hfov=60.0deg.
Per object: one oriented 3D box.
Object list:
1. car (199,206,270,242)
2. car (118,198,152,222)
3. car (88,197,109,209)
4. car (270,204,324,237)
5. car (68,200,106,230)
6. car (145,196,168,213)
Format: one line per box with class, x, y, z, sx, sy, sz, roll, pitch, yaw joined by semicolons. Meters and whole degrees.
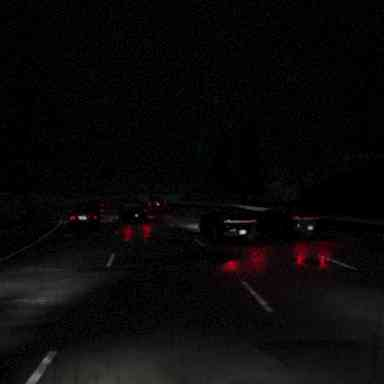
car;1.627;1.409;15.958;2.128;1.511;4.902;0;0;-11
car;-4.548;1.417;25.277;1.812;1.442;4.674;0;0;-18
car;-11.780;1.312;41.514;1.882;1.535;5.008;0;0;-27
car;4.879;1.392;17.397;2.128;1.511;4.902;0;0;-11
car;-6.627;1.467;20.715;2.033;1.411;5.357;0;0;-16
car;-4.080;1.201;33.734;2.097;1.767;4.553;0;0;-23
